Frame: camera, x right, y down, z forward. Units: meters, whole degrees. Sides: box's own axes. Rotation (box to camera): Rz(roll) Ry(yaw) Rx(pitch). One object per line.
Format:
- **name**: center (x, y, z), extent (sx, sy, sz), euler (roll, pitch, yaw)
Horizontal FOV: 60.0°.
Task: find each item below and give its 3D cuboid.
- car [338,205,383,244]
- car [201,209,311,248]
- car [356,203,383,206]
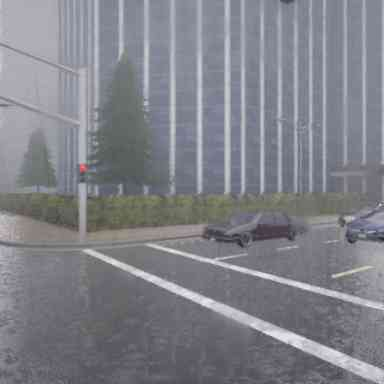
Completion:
- **car**: center (8.532, 1.461, 14.354), extent (4.674, 1.442, 1.812), euler (0, 0, -36)
- **car**: center (2.995, 1.490, 14.727), extent (5.357, 1.411, 2.033), euler (0, 0, -35)
- **car**: center (10.929, 1.413, 20.377), extent (4.902, 1.511, 2.128), euler (0, 0, -35)
